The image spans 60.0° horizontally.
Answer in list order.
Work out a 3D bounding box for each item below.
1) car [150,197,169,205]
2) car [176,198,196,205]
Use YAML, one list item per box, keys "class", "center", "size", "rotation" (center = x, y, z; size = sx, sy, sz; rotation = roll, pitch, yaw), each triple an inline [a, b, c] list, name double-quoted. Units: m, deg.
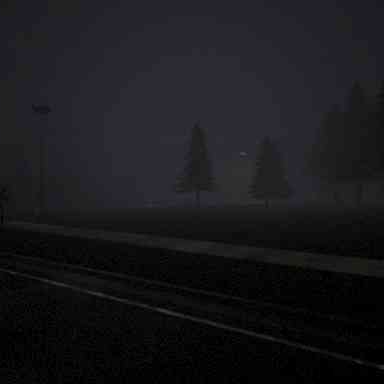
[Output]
- class: "car"
  center: [-6.961, 1.841, 71.654]
  size: [2.097, 1.767, 4.553]
  rotation: [-1, 0, 35]
- class: "car"
  center: [-1.215, 1.938, 67.661]
  size: [1.882, 1.535, 5.008]
  rotation: [-1, 0, 35]
